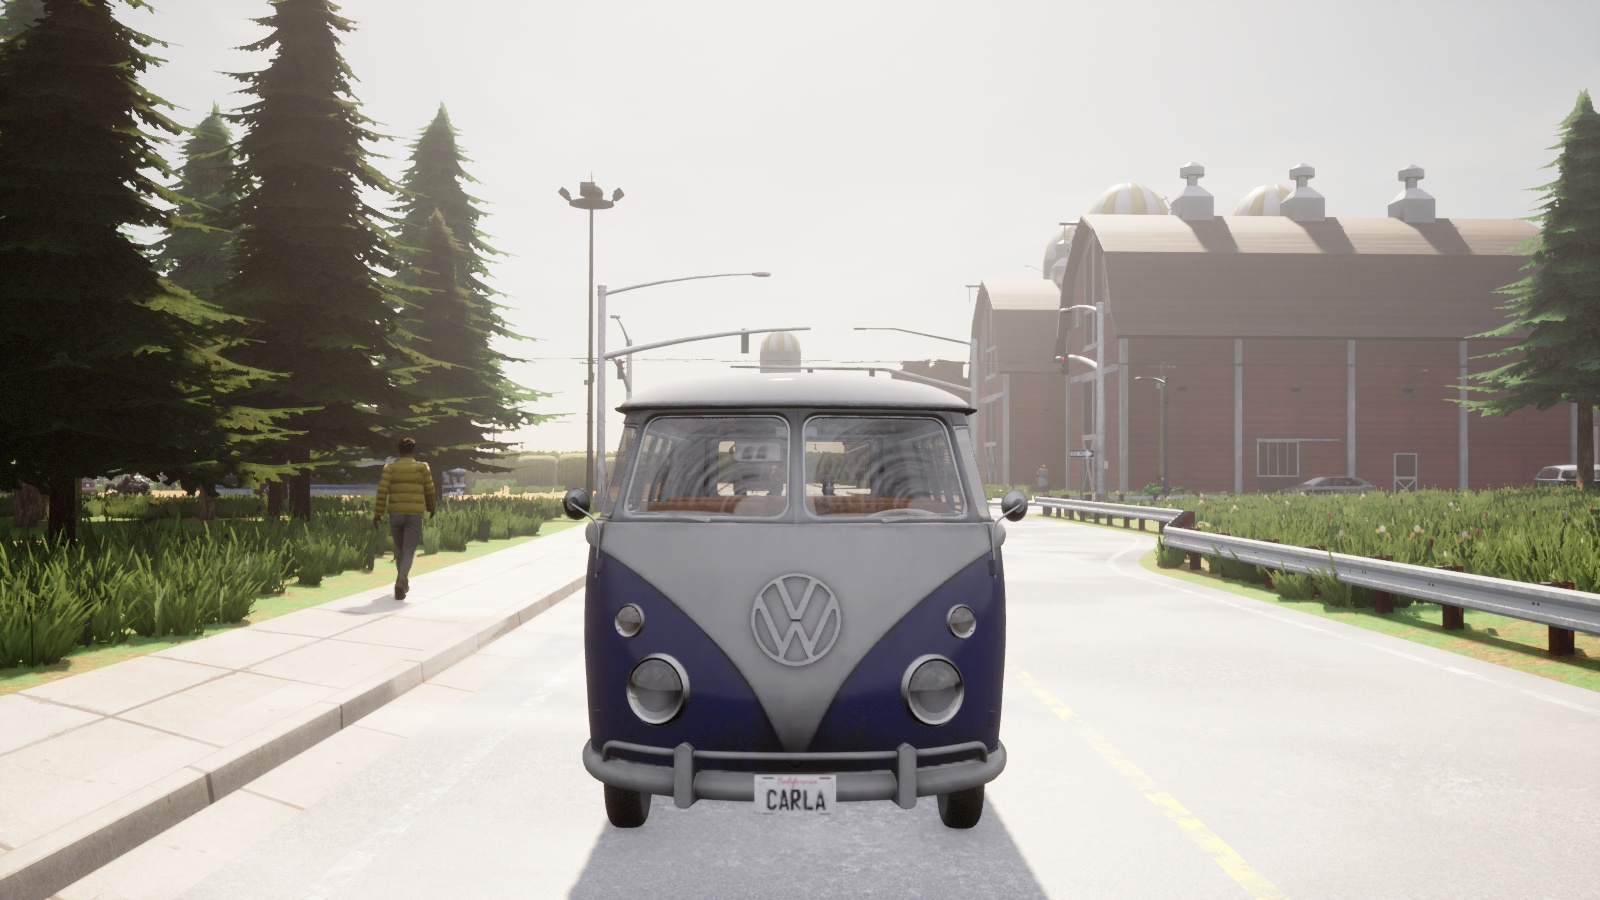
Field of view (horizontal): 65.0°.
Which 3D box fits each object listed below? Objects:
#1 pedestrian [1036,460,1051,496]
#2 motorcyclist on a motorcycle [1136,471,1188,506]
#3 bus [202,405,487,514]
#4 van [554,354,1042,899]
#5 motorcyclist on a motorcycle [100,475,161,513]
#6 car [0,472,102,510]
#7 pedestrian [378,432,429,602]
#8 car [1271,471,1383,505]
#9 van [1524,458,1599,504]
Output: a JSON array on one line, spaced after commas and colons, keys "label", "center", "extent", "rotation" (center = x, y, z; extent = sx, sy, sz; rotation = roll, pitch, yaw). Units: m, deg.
[{"label": "pedestrian", "center": [13.325, 1.555, 68.754], "extent": [0.659, 1.952, 0.873], "rotation": [0, -1, 0]}, {"label": "motorcyclist on a motorcycle", "center": [16.080, 1.694, 55.812], "extent": [2.044, 1.523, 0.797], "rotation": [0, -1, -1]}, {"label": "bus", "center": [-18.437, 0.402, 51.531], "extent": [10.273, 4.253, 3.944], "rotation": [0, -1, -1]}, {"label": "van", "center": [-0.024, 0.681, 6.802], "extent": [1.775, 1.987, 4.442], "rotation": [0, -1, 0]}, {"label": "motorcyclist on a motorcycle", "center": [-27.342, 1.792, 51.301], "extent": [2.044, 1.523, 0.797], "rotation": [0, -1, -1]}, {"label": "car", "center": [-32.903, 1.787, 54.674], "extent": [3.988, 1.617, 1.851], "rotation": [0, -1, -1]}, {"label": "pedestrian", "center": [-4.396, 0.728, 13.944], "extent": [0.431, 1.840, 0.709], "rotation": [0, -1, -8]}, {"label": "car", "center": [23.452, 1.699, 55.983], "extent": [4.193, 1.474, 1.816], "rotation": [0, -1, -1]}, {"label": "van", "center": [35.282, 1.366, 56.263], "extent": [4.480, 2.038, 2.069], "rotation": [0, -1, -1]}]
